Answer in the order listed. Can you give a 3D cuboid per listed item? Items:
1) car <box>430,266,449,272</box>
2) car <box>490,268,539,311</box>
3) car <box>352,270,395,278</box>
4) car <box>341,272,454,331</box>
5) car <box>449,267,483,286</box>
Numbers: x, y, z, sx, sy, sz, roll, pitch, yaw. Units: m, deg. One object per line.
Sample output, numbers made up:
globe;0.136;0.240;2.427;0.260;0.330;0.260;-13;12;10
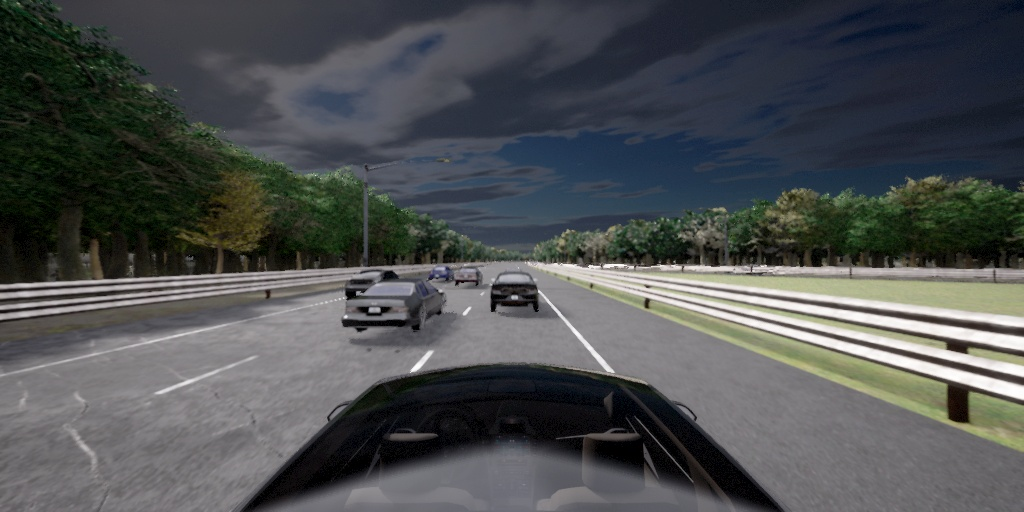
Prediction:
car;-6.904;1.693;35.387;1.812;1.442;4.674;0;-1;0
car;0.099;1.392;15.536;1.882;1.535;5.008;0;-1;0
car;-6.900;1.458;18.656;1.837;1.490;4.892;0;-1;0
car;-3.402;1.412;11.385;2.033;1.411;5.357;0;-1;0
car;-3.392;1.615;28.844;2.033;1.411;5.357;1;-1;0
